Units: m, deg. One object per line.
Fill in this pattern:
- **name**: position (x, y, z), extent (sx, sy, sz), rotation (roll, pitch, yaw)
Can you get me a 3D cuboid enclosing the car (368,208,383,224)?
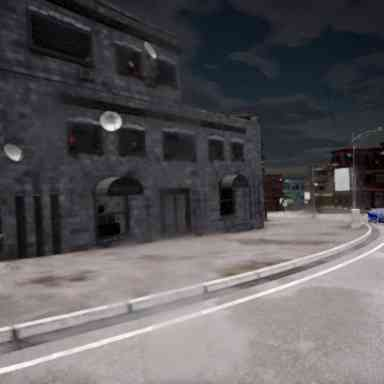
- **car**: position (19.428, 2.383, 33.925), extent (1.882, 1.535, 5.008), rotation (-2, -3, 14)
